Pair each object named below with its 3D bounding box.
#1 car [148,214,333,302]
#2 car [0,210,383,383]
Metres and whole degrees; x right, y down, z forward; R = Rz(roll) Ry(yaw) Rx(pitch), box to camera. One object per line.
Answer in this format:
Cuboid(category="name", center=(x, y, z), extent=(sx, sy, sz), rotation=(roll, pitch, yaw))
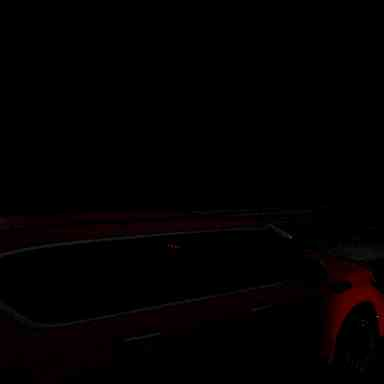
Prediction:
Cuboid(category="car", center=(1.482, 1.495, 9.103), extent=(4.902, 1.511, 2.128), rotation=(0, 0, -36))
Cuboid(category="car", center=(-0.082, 1.226, 3.690), extent=(5.566, 2.045, 2.150), rotation=(0, 0, -36))
